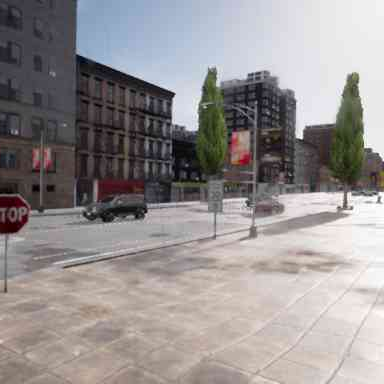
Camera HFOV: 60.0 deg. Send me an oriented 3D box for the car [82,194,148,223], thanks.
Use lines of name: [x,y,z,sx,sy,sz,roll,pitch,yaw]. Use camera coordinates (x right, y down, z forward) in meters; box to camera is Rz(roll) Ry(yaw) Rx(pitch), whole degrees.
car: [-5.870,1.225,26.267,2.150,2.045,5.566,2,1,35]

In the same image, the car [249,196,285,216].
car: [8.111,1.549,34.658,1.882,1.535,5.008,2,1,35]

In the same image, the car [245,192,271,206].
car: [9.822,1.039,48.367,2.150,2.045,5.566,2,1,35]
